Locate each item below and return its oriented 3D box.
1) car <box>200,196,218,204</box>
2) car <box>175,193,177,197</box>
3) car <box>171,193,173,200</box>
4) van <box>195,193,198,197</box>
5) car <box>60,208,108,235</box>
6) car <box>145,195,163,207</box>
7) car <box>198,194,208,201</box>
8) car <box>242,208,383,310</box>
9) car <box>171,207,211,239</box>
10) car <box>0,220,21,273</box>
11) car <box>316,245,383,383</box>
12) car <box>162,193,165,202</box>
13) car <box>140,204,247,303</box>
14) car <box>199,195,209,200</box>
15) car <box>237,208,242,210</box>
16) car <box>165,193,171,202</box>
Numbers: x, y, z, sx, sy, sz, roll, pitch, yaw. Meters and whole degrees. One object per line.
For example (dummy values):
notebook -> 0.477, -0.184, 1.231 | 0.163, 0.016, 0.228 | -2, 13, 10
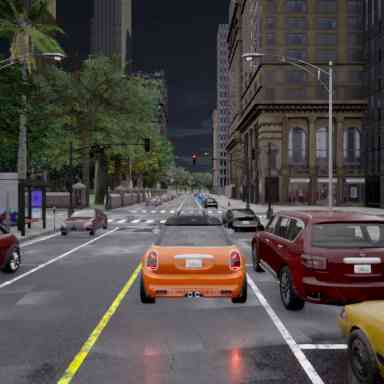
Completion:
car -> 2.528, 1.542, 45.005 | 1.947, 1.339, 4.313 | 0, 0, 0
car -> -6.256, 1.228, 93.762 | 2.192, 1.841, 5.009 | 0, 0, 0
car -> -6.170, 1.255, 77.501 | 2.192, 1.841, 5.009 | 0, 0, 0
van -> 2.326, 1.272, 82.947 | 1.690, 1.788, 3.998 | 0, 0, 0
car -> -5.858, 1.576, 18.541 | 1.802, 1.307, 4.206 | 0, 0, 0
car -> -6.026, 1.523, 50.400 | 2.008, 1.369, 4.403 | 0, 0, 0
car -> 2.469, 1.492, 56.016 | 1.752, 1.417, 4.829 | 0, 0, 0
car -> 2.724, 1.313, 7.718 | 2.192, 1.841, 5.009 | 0, 0, 0
car -> -0.031, 1.595, 18.158 | 1.895, 1.301, 4.718 | 0, 0, 0
car -> -5.801, 1.438, 7.689 | 1.967, 1.590, 4.097 | 0, 0, 0
car -> 2.752, 1.525, 2.463 | 1.752, 1.417, 4.829 | 0, 0, 0
car -> -6.055, 1.407, 55.820 | 1.967, 1.590, 4.097 | 0, 0, 0
car -> 0.032, 1.350, 8.339 | 2.097, 1.767, 4.553 | 0, 0, 0
car -> 2.499, 1.538, 50.425 | 1.947, 1.339, 4.313 | 0, 0, 0
car -> 2.667, 1.560, 18.569 | 1.947, 1.339, 4.313 | 0, 0, 0
car -> -6.141, 1.388, 72.081 | 1.967, 1.590, 4.097 | 0, 0, 0
